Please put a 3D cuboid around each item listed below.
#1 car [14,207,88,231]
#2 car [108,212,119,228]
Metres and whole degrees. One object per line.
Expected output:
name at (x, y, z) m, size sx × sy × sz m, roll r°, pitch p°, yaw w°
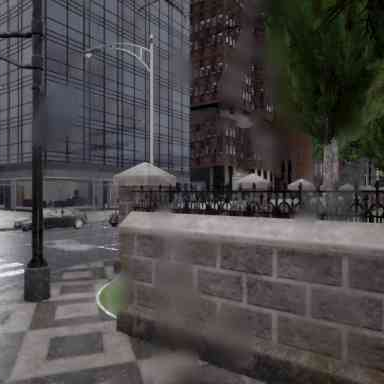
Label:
car at (-8.431, 1.631, 20.209) m, size 2.008 × 1.369 × 4.403 m, roll 0°, pitch -1°, yaw 36°
car at (-3.410, 1.587, 22.616) m, size 1.882 × 1.535 × 5.008 m, roll 0°, pitch 0°, yaw 36°
